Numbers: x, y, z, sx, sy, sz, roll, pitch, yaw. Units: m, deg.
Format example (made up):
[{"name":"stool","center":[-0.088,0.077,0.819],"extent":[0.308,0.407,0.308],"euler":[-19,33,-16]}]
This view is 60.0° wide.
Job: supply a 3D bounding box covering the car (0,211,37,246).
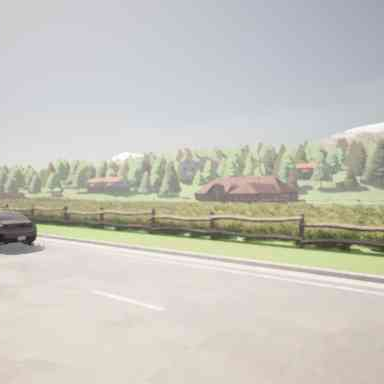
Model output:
[{"name":"car","center":[-8.664,1.574,14.467],"extent":[4.892,1.490,1.837],"euler":[0,0,36]}]
